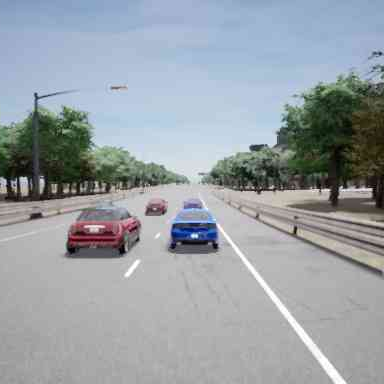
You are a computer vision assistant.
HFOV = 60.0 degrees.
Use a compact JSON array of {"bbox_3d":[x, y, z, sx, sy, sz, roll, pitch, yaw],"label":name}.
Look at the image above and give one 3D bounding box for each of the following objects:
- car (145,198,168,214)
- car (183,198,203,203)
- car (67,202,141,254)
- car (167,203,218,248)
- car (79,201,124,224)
[{"bbox_3d":[-3.415,1.347,32.832,1.812,1.442,4.674,0,1,0],"label":"car"},{"bbox_3d":[0.085,1.347,32.827,1.812,1.442,4.674,0,1,0],"label":"car"},{"bbox_3d":[-3.406,1.354,13.719,2.097,1.767,4.553,0,0,0],"label":"car"},{"bbox_3d":[0.094,1.479,14.809,1.882,1.535,5.008,0,0,0],"label":"car"},{"bbox_3d":[-6.911,1.480,25.958,2.033,1.411,5.357,0,1,0],"label":"car"}]
